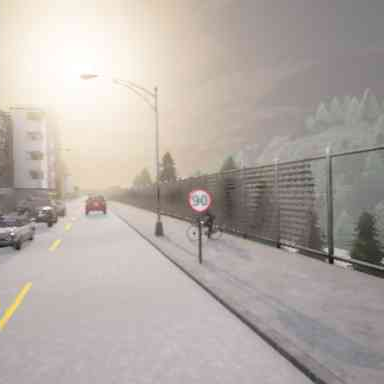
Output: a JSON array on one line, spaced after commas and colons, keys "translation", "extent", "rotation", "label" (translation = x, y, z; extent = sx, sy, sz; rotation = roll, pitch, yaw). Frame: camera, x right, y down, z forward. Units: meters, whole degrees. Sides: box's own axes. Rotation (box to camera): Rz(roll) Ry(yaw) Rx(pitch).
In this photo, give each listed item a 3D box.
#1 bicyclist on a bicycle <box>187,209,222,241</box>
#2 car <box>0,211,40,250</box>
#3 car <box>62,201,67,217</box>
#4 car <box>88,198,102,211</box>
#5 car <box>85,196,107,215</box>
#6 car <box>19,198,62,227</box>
[{"translation": [0.545, 1.312, 14.535], "extent": [1.656, 1.620, 0.582], "rotation": [-2, 0, -17], "label": "bicyclist on a bicycle"}, {"translation": [-8.328, 1.779, 14.900], "extent": [1.895, 1.301, 4.718], "rotation": [-1, 0, -17], "label": "car"}, {"translation": [-14.083, 1.639, 34.129], "extent": [2.097, 1.767, 4.553], "rotation": [-1, 0, -16], "label": "car"}, {"translation": [-13.929, 1.739, 47.699], "extent": [1.882, 1.535, 5.008], "rotation": [-1, 0, -17], "label": "car"}, {"translation": [-10.676, 1.421, 37.031], "extent": [2.150, 2.045, 5.566], "rotation": [-1, 0, -16], "label": "car"}, {"translation": [-11.238, 1.454, 24.543], "extent": [2.150, 2.045, 5.566], "rotation": [-1, 0, -17], "label": "car"}]
